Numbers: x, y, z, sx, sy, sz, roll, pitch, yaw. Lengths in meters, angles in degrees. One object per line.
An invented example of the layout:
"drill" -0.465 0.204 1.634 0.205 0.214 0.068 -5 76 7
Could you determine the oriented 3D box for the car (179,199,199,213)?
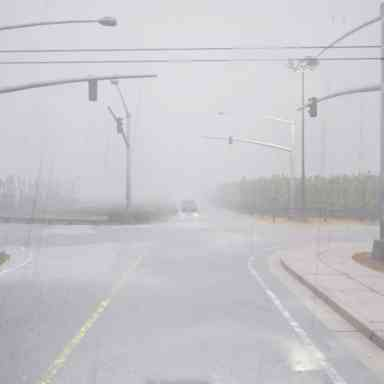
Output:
"car" -0.400 1.603 37.204 1.837 1.490 4.892 0 2 -3
